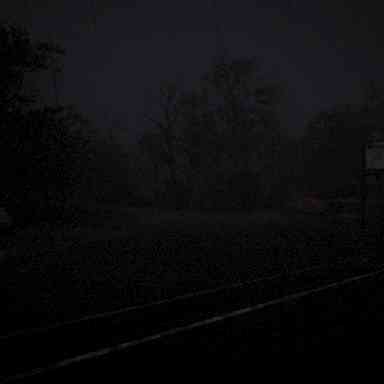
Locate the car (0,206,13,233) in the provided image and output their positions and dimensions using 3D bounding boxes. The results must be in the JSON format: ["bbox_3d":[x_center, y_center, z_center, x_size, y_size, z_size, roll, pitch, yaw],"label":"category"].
[{"bbox_3d":[-11.200,1.491,18.541,2.002,1.452,4.674,0,0,-35],"label":"car"}]

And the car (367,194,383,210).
[{"bbox_3d":[23.359,1.309,43.121,2.185,1.767,4.553,0,0,-36],"label":"car"}]

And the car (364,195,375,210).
[{"bbox_3d":[18.806,1.447,39.915,2.002,1.452,4.674,0,0,-35],"label":"car"}]

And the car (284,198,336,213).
[{"bbox_3d":[12.005,1.390,35.061,2.097,1.535,5.008,0,0,-35],"label":"car"}]

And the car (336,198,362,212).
[{"bbox_3d":[16.534,1.397,38.300,2.097,1.535,5.008,0,0,-35],"label":"car"}]
